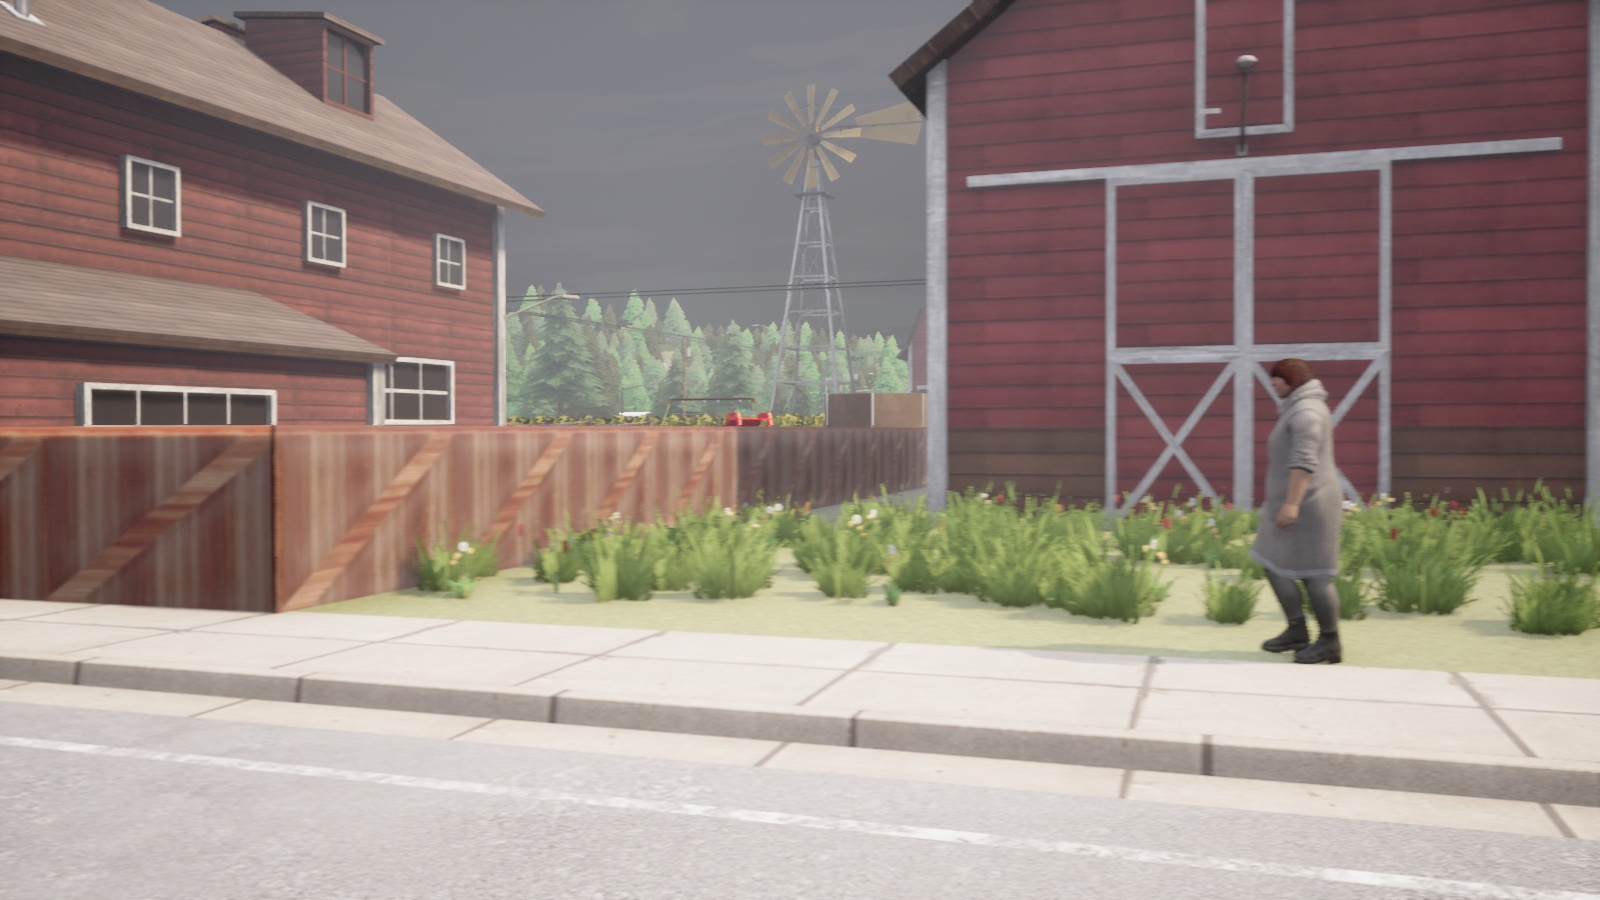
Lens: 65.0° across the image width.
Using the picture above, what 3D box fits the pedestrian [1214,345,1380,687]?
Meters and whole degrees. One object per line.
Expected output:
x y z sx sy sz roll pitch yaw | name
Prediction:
2.979 0.371 7.606 0.873 1.952 0.659 1 1 18 | pedestrian
